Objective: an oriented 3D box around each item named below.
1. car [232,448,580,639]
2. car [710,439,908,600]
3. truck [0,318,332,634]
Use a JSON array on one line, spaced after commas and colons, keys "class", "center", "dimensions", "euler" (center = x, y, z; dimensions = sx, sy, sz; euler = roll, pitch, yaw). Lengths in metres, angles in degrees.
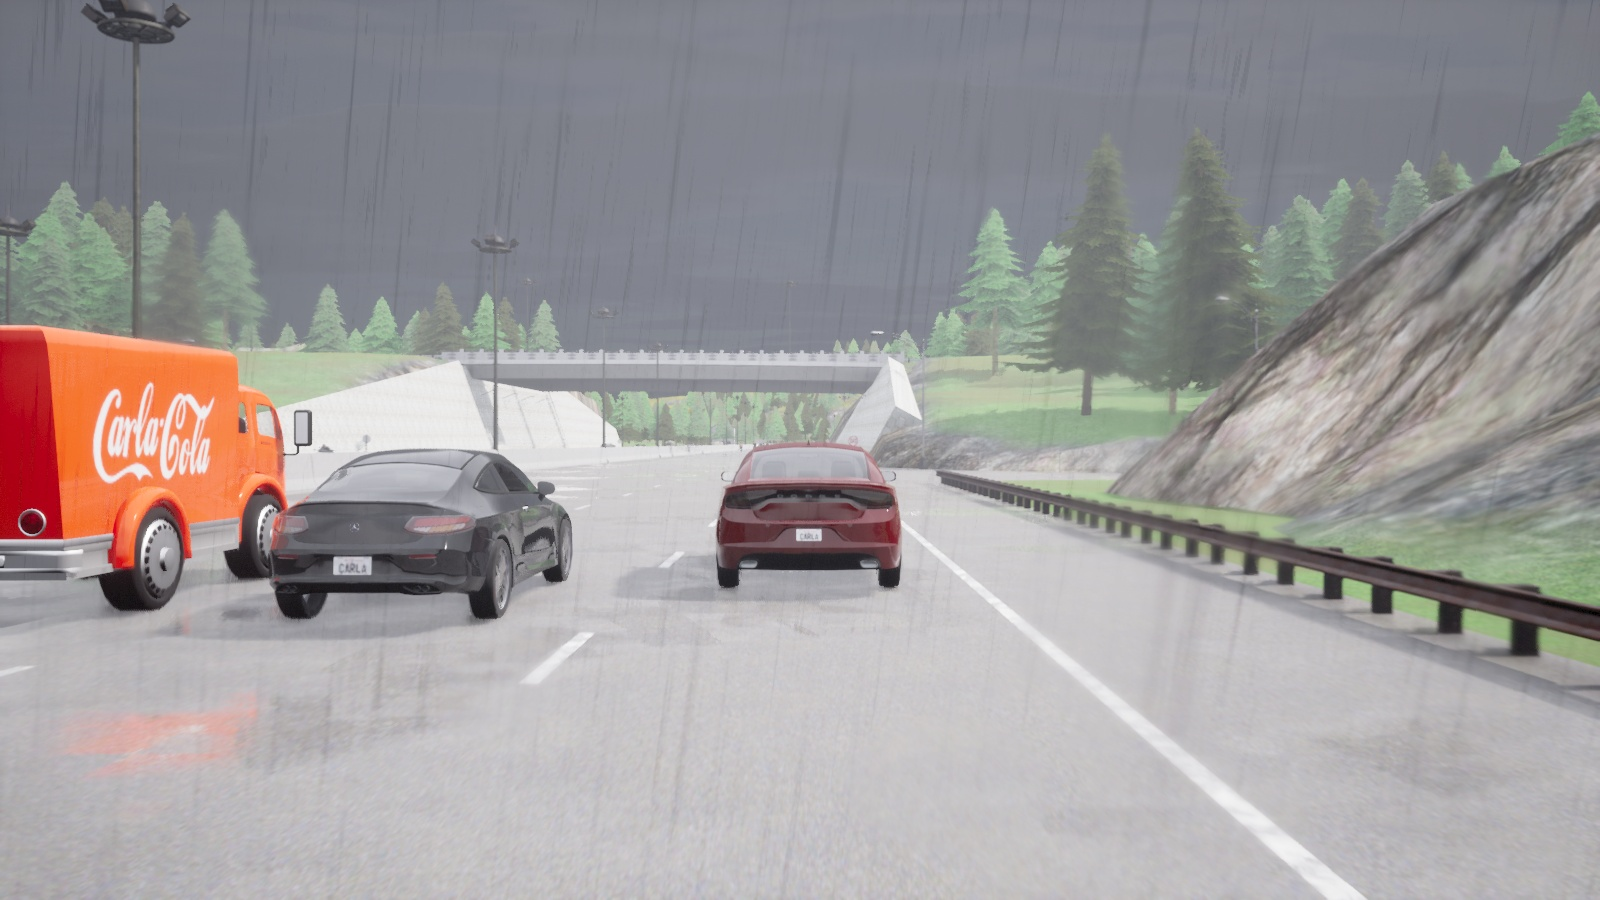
[{"class": "car", "center": [-3.416, 0.706, 11.927], "dimensions": [1.812, 1.442, 4.674], "euler": [0, 0, 0]}, {"class": "car", "center": [0.098, 0.648, 14.463], "dimensions": [1.882, 1.535, 5.008], "euler": [0, 0, 0]}, {"class": "truck", "center": [-6.913, 0.189, 12.390], "dimensions": [2.627, 2.467, 5.204], "euler": [0, 0, 0]}]
